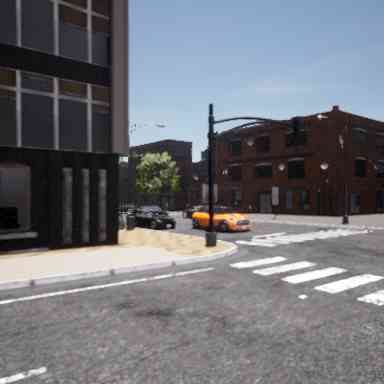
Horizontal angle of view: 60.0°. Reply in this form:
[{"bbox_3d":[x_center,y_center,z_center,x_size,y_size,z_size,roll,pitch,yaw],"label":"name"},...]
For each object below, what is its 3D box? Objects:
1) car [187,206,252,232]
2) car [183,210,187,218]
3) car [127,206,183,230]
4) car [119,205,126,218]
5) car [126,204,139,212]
[{"bbox_3d":[2.018,1.760,23.258,2.097,1.767,4.553,0,-1,-37],"label":"car"},{"bbox_3d":[0.697,2.110,34.885,2.008,1.369,4.403,-1,0,-37],"label":"car"},{"bbox_3d":[-2.920,2.047,25.289,1.947,1.339,4.313,-1,0,-37],"label":"car"},{"bbox_3d":[-10.050,2.224,39.417,1.837,1.490,4.892,0,-1,-37],"label":"car"},{"bbox_3d":[-3.816,2.051,31.051,2.128,1.511,4.902,0,-1,-37],"label":"car"}]
